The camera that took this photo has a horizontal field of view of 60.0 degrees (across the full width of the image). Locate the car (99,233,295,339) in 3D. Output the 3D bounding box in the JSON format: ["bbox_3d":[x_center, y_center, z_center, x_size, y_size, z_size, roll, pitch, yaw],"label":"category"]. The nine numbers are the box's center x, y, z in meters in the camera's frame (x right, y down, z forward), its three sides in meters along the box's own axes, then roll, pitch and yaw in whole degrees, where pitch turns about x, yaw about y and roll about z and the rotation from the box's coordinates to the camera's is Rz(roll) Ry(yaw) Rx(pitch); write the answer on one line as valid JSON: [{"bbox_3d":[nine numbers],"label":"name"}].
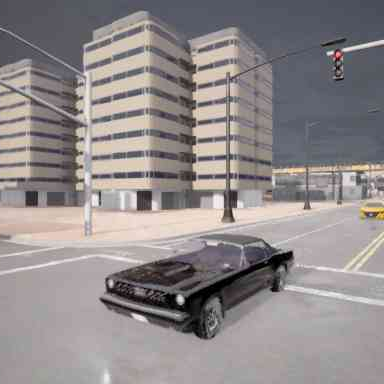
[{"bbox_3d":[0.478,1.602,6.854,1.895,1.301,4.718,0,0,35],"label":"car"}]

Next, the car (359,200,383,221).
[{"bbox_3d":[15.379,1.492,27.918,1.882,1.535,5.008,0,0,35],"label":"car"}]
